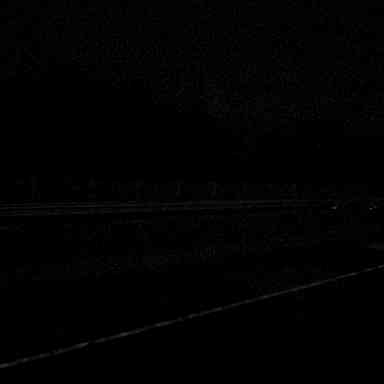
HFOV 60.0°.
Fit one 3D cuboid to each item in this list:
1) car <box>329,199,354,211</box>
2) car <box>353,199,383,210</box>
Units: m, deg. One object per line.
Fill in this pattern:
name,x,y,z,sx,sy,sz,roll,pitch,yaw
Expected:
car,17.389,1.496,37.189,4.902,1.511,2.128,0,0,-34
car,19.054,1.513,34.095,4.892,1.490,1.837,0,0,-34
